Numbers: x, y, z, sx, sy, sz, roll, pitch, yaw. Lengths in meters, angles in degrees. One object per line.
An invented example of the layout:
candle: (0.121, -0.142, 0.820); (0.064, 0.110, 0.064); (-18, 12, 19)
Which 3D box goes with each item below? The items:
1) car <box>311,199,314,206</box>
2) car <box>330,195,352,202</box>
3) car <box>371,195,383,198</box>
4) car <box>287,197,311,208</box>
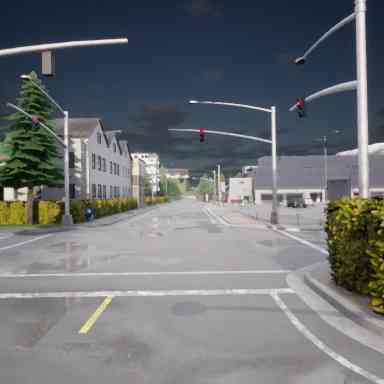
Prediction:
car: (19.059, 1.573, 56.231); (1.970, 1.475, 3.806); (-1, -1, 0)
car: (25.474, 1.398, 56.573); (2.152, 1.636, 5.027); (-1, -1, 0)
car: (19.112, 1.183, 31.306); (1.905, 1.878, 3.866); (-1, -1, 0)
car: (15.416, 1.629, 49.172); (2.007, 1.523, 4.514); (-1, -1, 0)
